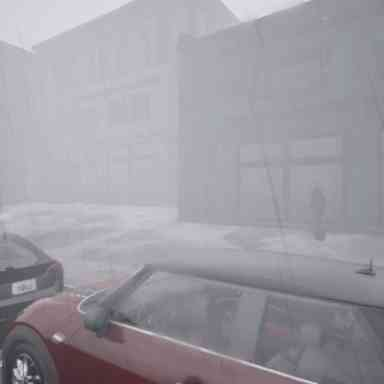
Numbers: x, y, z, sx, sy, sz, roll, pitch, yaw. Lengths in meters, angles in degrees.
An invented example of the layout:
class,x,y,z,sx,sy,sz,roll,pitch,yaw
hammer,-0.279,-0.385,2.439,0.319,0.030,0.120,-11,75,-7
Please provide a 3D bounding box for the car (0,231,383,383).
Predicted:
class,x,y,z,sx,sy,sz,roll,pitch,yaw
car,0.142,1.353,3.244,4.553,1.767,2.185,0,-1,35
